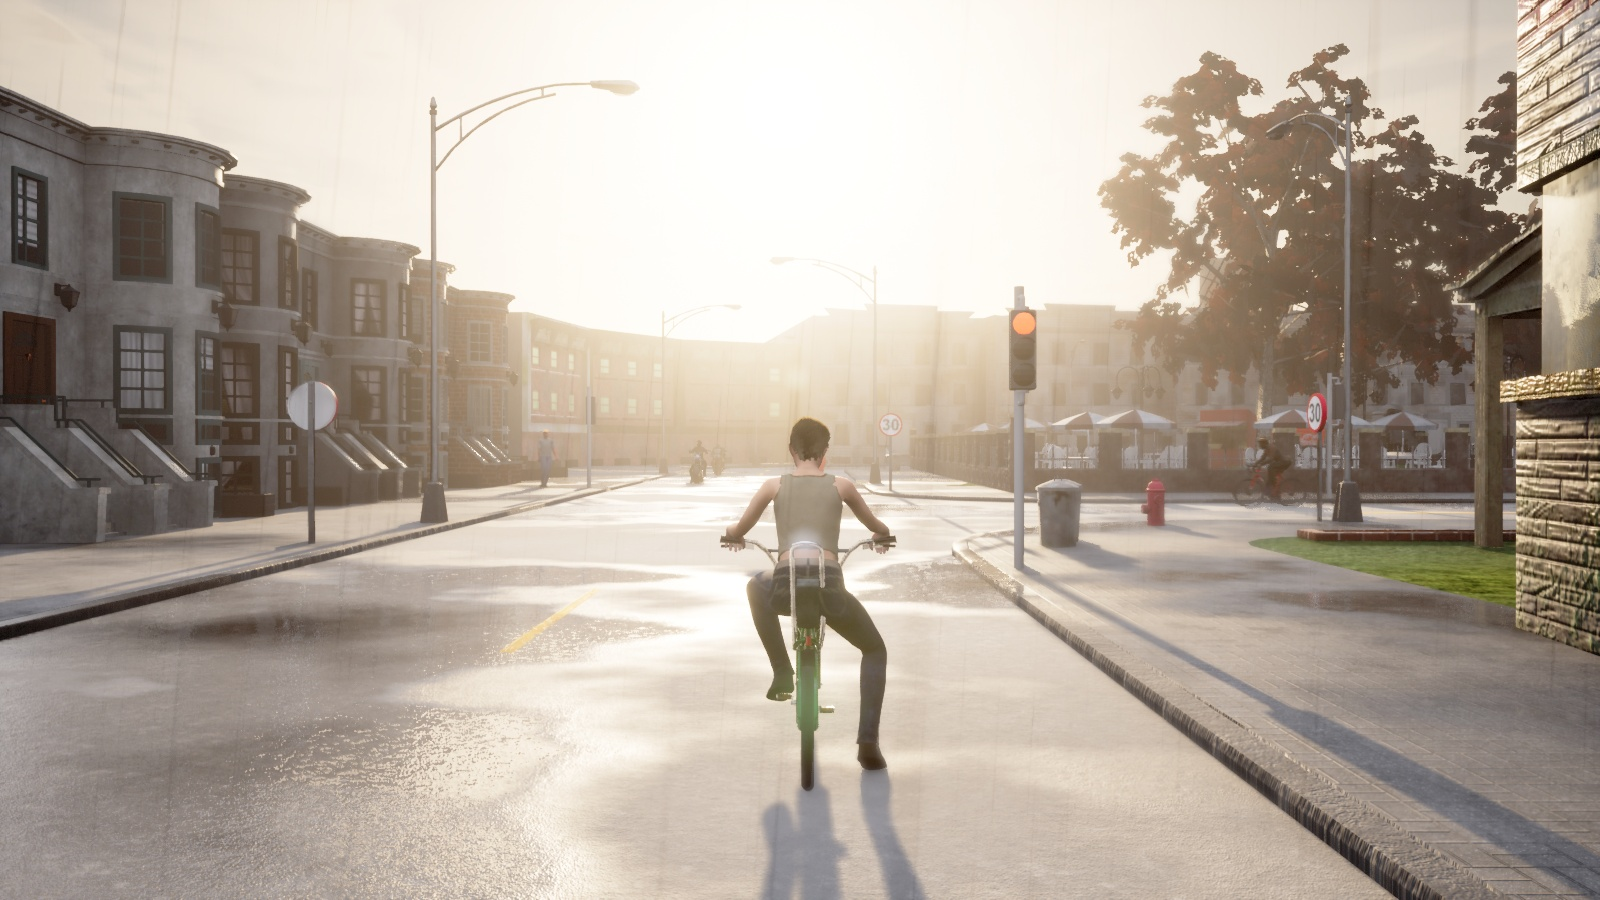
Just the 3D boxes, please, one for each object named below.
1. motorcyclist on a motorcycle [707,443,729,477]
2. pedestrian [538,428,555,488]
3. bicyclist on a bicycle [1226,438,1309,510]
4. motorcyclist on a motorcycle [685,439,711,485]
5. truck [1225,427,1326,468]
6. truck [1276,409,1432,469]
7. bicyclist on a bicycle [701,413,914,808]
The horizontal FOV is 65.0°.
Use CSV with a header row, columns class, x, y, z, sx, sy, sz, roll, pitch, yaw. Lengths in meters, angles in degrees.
class,x,y,z,sx,sy,sz,roll,pitch,yaw
motorcyclist on a motorcycle,-3.746,0.455,57.370,0.866,1.530,2.191,0,0,0
pedestrian,-7.853,0.230,38.869,0.354,1.836,0.706,0,0,-27
bicyclist on a bicycle,10.678,0.546,28.711,1.656,1.620,0.582,0,0,0
motorcyclist on a motorcycle,-3.778,0.429,46.842,0.766,1.649,2.350,0,0,0
truck,29.438,-0.156,77.883,5.204,2.467,2.627,0,0,0
truck,32.494,-0.626,73.871,7.936,3.462,2.891,0,0,0
bicyclist on a bicycle,0.037,0.650,5.875,0.866,1.612,1.509,0,0,0
